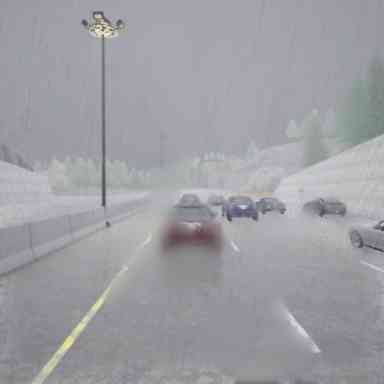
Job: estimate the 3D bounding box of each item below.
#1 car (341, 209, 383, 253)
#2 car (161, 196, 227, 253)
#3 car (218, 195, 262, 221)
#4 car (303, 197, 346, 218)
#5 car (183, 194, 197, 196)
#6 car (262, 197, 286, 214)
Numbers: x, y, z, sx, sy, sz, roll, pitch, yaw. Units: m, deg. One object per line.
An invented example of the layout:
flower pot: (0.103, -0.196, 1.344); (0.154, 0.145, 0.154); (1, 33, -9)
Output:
car: (7.000, 1.467, 10.839); (1.895, 1.301, 4.718); (0, 1, -1)
car: (-0.021, 1.193, 13.090); (2.097, 1.767, 4.553); (0, 1, -1)
car: (3.374, 1.059, 24.213); (2.097, 1.767, 4.553); (0, 1, -1)
car: (10.355, 1.172, 26.254); (2.128, 1.511, 4.902); (0, 1, -1)
car: (-0.193, 0.973, 31.458); (2.097, 1.767, 4.553); (0, 1, -1)
car: (6.824, 1.188, 29.660); (2.033, 1.411, 5.357); (0, 1, -1)
